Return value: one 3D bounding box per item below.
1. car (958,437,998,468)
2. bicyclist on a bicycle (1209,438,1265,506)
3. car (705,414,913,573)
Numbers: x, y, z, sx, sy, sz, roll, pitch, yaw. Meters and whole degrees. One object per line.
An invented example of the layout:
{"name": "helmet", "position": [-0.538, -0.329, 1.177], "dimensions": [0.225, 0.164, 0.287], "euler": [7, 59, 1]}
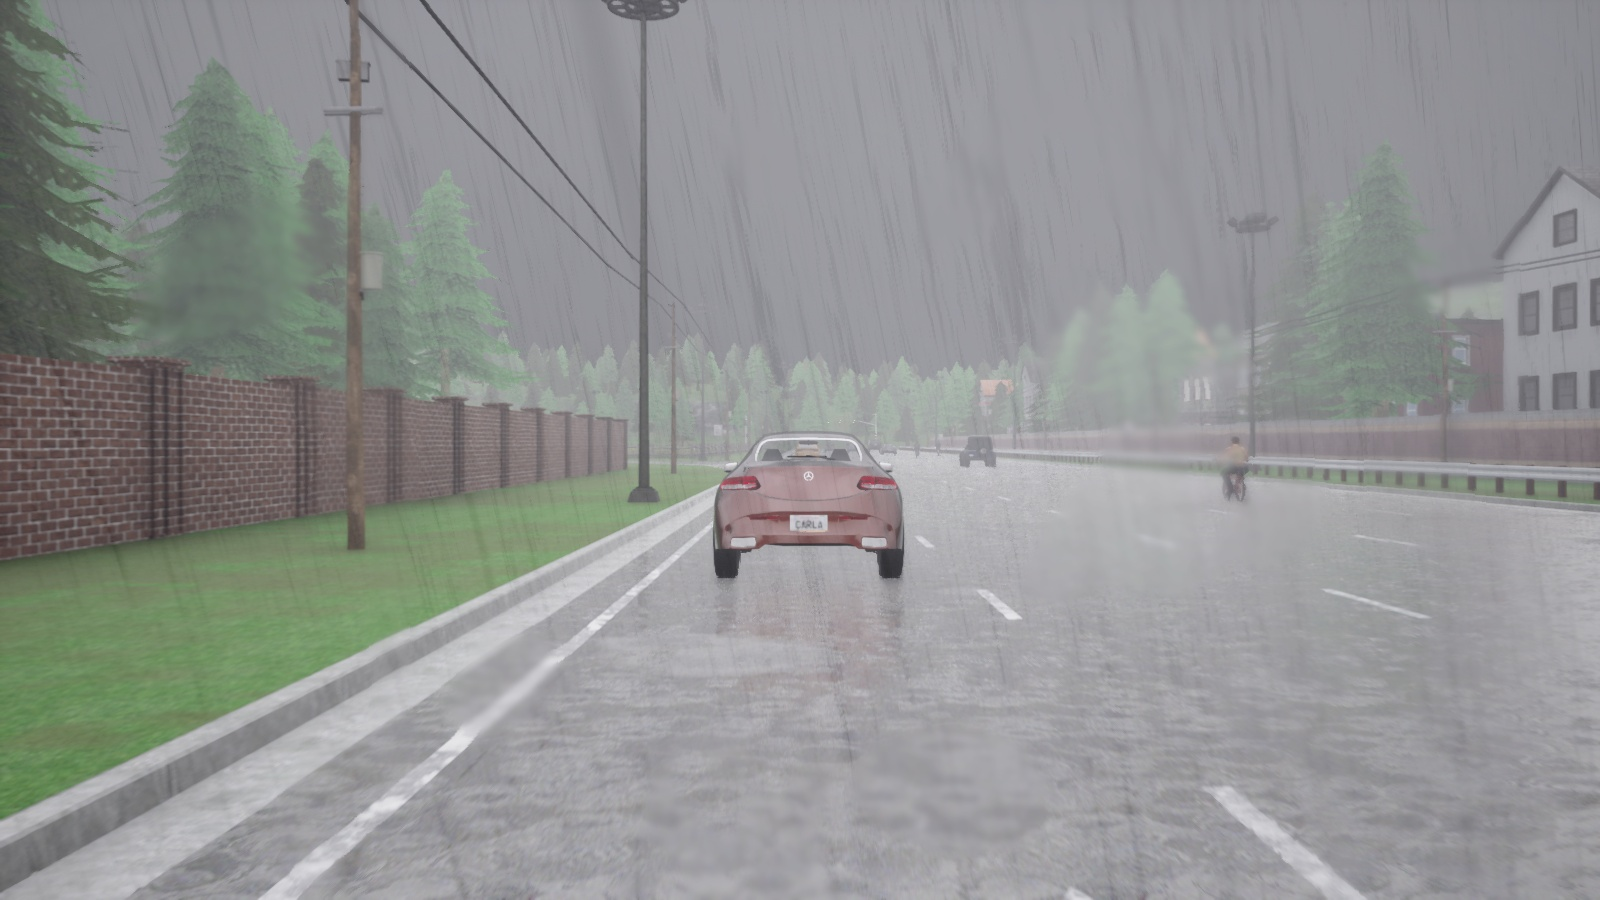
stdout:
{"name": "car", "position": [10.958, 0.114, 77.538], "dimensions": [1.905, 1.878, 3.866], "euler": [0, 0, 0]}
{"name": "bicyclist on a bicycle", "position": [10.686, 0.518, 30.771], "dimensions": [0.866, 1.612, 1.509], "euler": [0, 0, 1]}
{"name": "car", "position": [0.105, 0.438, 15.539], "dimensions": [2.152, 1.651, 5.027], "euler": [0, 0, 0]}
